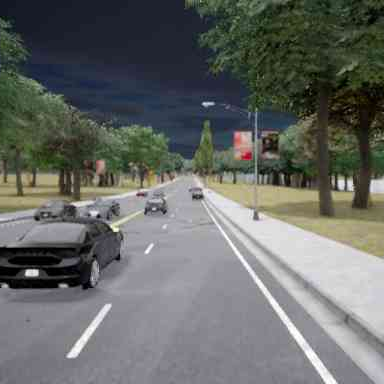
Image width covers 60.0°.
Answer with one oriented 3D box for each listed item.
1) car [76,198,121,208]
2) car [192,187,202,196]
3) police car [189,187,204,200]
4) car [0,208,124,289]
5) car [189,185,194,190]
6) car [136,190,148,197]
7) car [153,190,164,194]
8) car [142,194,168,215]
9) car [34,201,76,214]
[{"bbox_3d":[-6.604,1.250,24.850,2.128,1.511,4.902,0,1,0],"label":"car"},{"bbox_3d":[0.954,-0.065,70.192,2.097,1.767,4.553,0,2,0],"label":"car"},{"bbox_3d":[0.960,0.486,54.347,1.930,1.638,5.238,0,2,0],"label":"police car"},{"bbox_3d":[-3.152,1.420,9.020,1.882,1.535,5.008,0,0,0],"label":"car"},{"bbox_3d":[0.957,0.005,64.254,2.150,2.045,5.566,0,2,0],"label":"car"},{"bbox_3d":[-9.777,0.355,65.091,1.895,1.301,4.718,0,2,0],"label":"car"},{"bbox_3d":[-6.532,0.302,65.442,1.994,1.385,4.181,0,2,0],"label":"car"},{"bbox_3d":[-3.158,1.194,29.916,1.812,1.442,4.674,0,1,0],"label":"car"},{"bbox_3d":[-9.852,1.330,24.378,1.994,1.385,4.181,0,1,0],"label":"car"}]
